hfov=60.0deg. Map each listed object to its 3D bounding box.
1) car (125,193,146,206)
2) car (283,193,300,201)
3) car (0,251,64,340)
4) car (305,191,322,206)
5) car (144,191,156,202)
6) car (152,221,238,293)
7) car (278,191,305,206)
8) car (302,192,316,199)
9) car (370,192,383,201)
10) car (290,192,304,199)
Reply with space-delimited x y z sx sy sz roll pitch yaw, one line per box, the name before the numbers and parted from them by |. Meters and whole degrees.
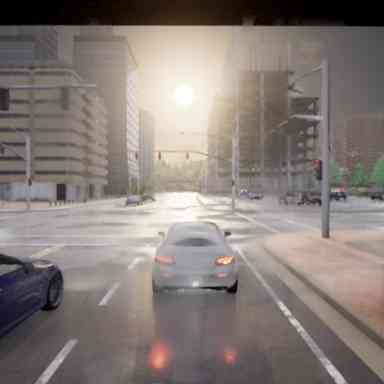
car | -8.108 1.194 46.800 1.812 1.442 4.674 0 0 0
car | 18.556 0.956 62.049 1.970 1.475 3.806 0 0 0
car | -3.444 1.492 4.683 1.812 1.442 4.674 0 0 0
car | 15.941 0.841 44.567 1.905 1.878 3.866 0 0 0
car | -8.194 0.772 63.389 2.150 2.045 5.566 0 1 0
car | 0.067 1.464 8.558 1.812 1.442 4.674 0 0 0
car | 13.046 0.837 44.606 1.932 1.855 4.605 0 0 0
car | 27.141 0.818 77.194 1.784 1.438 3.905 0 0 0
car | 35.453 0.713 62.225 1.932 1.855 4.605 0 0 0
car | 24.246 0.850 77.180 1.970 1.475 3.806 0 0 0
